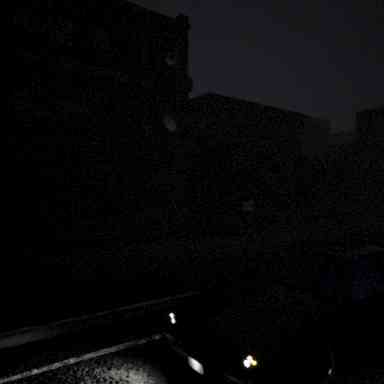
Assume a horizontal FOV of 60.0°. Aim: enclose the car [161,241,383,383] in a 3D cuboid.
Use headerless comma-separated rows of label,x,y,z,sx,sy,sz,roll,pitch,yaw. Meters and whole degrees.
car,2.210,1.548,5.261,5.357,1.411,2.033,0,0,-35
